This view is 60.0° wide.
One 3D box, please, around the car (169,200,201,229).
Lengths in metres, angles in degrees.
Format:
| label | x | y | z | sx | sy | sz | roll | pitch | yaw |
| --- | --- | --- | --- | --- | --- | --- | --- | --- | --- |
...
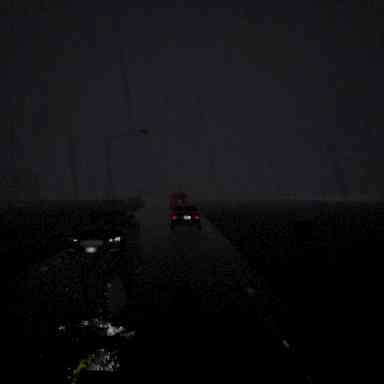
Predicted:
| label | x | y | z | sx | sy | sz | roll | pitch | yaw |
| --- | --- | --- | --- | --- | --- | --- | --- | --- | --- |
| car | -0.422 | 1.453 | 20.869 | 2.033 | 1.411 | 5.357 | 0 | 0 | -2 |

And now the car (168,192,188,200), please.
| label | x | y | z | sx | sy | sz | roll | pitch | yaw |
| --- | --- | --- | --- | --- | --- | --- | --- | --- | --- |
| car | -1.597 | 1.066 | 39.796 | 2.150 | 2.045 | 5.566 | 0 | 0 | -4 |

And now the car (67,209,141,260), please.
| label | x | y | z | sx | sy | sz | roll | pitch | yaw |
| --- | --- | --- | --- | --- | --- | --- | --- | --- | --- |
| car | -3.038 | 1.432 | 12.279 | 2.128 | 1.511 | 4.902 | 0 | 0 | -1 |
